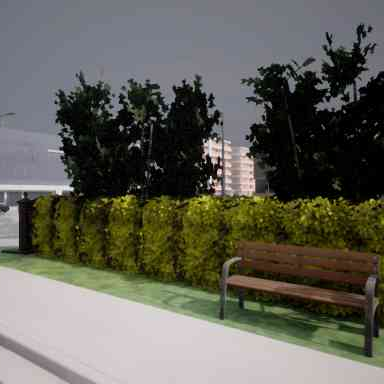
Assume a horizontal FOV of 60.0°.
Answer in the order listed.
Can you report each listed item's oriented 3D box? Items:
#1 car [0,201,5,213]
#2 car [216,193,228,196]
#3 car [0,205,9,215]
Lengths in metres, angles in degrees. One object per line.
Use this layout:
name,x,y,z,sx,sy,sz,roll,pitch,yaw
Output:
car,-21.842,1.581,33.659,1.895,1.301,4.718,0,0,35
car,5.595,0.766,66.528,1.812,1.442,4.674,0,1,36
car,-19.682,1.590,30.660,1.895,1.301,4.718,0,0,35
